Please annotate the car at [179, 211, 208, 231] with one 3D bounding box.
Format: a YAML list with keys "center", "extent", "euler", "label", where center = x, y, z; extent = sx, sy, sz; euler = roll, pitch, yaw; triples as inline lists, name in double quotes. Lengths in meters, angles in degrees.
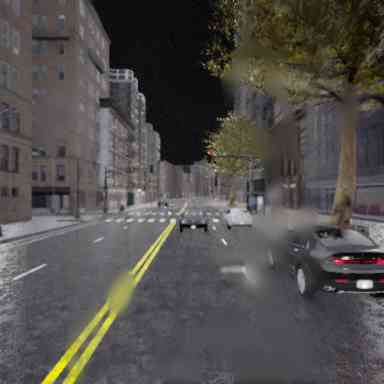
- center: [0.098, 1.949, 23.160]
  extent: [1.895, 1.301, 4.718]
  euler: [0, -1, 0]
  label: "car"

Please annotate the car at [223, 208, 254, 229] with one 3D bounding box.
- center: [3.347, 1.895, 24.574]
  extent: [1.812, 1.442, 4.674]
  euler: [0, -1, 0]
  label: "car"

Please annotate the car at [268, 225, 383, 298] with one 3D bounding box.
- center: [3.350, 1.637, 8.876]
  extent: [1.837, 1.490, 4.892]
  euler: [0, -2, 0]
  label: "car"

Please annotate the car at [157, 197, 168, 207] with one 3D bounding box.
- center: [-6.511, 2.251, 74.230]
  extent: [2.150, 2.045, 5.566]
  euler: [0, -1, 0]
  label: "car"
